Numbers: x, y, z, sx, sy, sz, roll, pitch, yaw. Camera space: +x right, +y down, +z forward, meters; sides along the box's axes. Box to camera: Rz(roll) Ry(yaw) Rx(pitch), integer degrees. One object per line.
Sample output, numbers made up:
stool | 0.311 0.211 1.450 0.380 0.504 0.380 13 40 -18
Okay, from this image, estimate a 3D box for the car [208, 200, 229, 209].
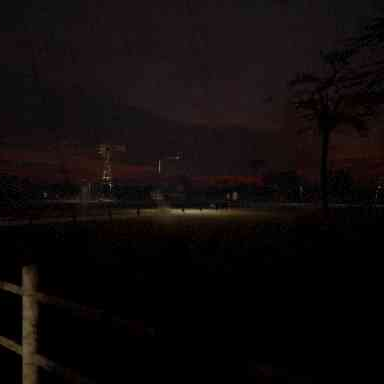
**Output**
car | 4.620 2.072 56.597 2.128 1.511 4.902 2 0 36
